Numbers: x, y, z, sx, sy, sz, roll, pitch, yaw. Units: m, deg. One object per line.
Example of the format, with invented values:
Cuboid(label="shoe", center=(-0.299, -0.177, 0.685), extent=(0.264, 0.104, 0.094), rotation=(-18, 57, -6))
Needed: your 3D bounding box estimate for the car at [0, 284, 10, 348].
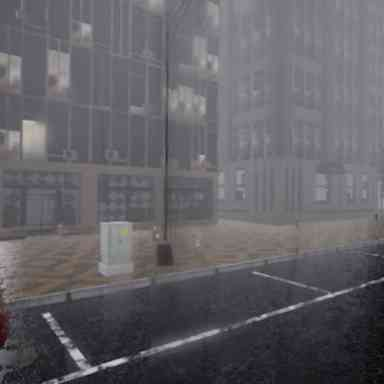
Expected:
Cuboid(label="car", center=(-4.302, 1.578, 3.482), extent=(4.206, 1.307, 1.802), rotation=(0, 0, -36))
